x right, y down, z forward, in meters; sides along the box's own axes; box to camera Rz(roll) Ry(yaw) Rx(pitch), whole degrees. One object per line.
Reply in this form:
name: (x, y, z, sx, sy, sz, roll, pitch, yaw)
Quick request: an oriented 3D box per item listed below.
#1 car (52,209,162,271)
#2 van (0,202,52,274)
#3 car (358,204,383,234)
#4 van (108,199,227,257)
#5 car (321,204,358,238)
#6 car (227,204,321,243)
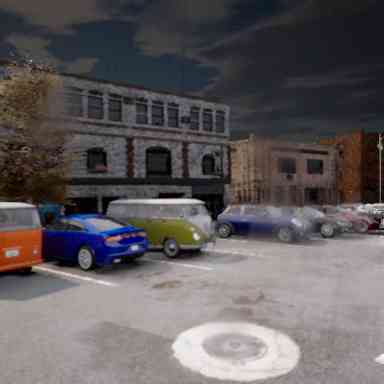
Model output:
car: (-3.671, 1.485, 10.968, 5.008, 1.535, 2.097, -1, -1, 34)
van: (-6.162, 1.262, 9.334, 4.442, 1.987, 1.878, -1, 0, 34)
car: (8.290, 1.532, 19.481, 4.792, 1.488, 2.163, -1, -1, 34)
van: (-1.190, 1.259, 12.619, 4.442, 1.987, 1.878, -1, -1, 34)
car: (5.873, 1.499, 17.797, 4.892, 1.521, 2.231, -1, -1, 35)
car: (3.465, 1.368, 16.110, 4.553, 1.767, 2.185, -1, -1, 34)
